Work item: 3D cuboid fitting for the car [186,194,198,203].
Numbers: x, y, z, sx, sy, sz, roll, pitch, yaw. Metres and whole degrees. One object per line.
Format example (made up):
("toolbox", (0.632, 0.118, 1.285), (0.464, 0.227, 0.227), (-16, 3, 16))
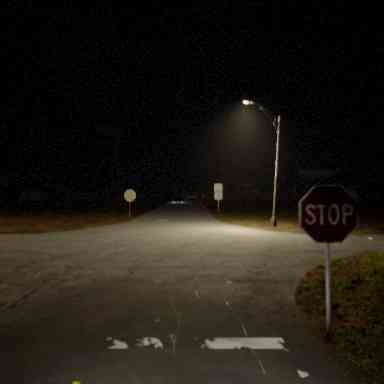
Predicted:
("car", (0.046, 1.163, 61.192), (2.128, 1.511, 4.902), (0, 0, 0))

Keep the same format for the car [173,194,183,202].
("car", (-2.701, 1.183, 65.792), (2.033, 1.411, 5.357), (0, 0, 0))

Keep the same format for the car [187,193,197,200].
("car", (0.054, 1.032, 71.630), (2.033, 1.411, 5.357), (0, 0, 0))
